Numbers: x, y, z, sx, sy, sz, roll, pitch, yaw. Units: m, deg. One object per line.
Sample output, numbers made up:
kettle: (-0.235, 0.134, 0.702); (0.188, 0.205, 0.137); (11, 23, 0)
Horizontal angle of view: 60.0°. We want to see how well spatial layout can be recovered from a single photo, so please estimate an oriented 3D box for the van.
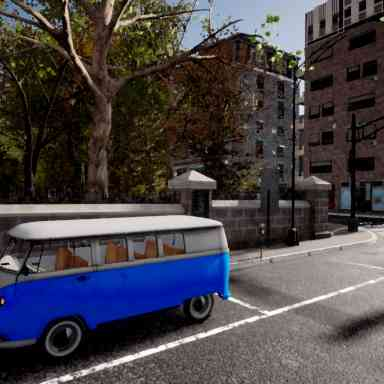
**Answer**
van: (-1.202, 1.342, 5.644); (3.998, 1.788, 1.690); (0, 1, -36)
